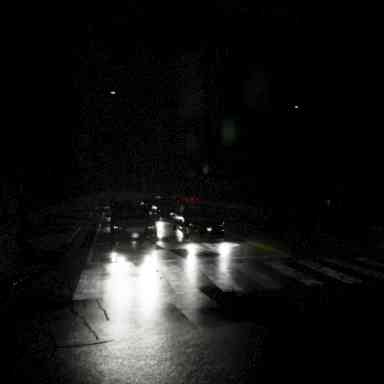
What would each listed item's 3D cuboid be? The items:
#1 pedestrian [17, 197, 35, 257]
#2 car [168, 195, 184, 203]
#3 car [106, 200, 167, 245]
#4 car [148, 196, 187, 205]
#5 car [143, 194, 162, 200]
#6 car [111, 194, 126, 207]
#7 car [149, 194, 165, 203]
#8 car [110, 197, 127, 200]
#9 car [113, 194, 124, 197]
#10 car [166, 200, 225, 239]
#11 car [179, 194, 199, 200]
[{"bbox_3d":[-4.958,0.974,9.806,0.375,1.860,0.375,1,0,-14],"label":"pedestrian"},{"bbox_3d":[-2.820,1.199,57.196,1.895,1.301,4.718,1,0,-14],"label":"car"},{"bbox_3d":[-2.675,1.326,14.701,2.128,1.511,4.902,1,0,-14],"label":"car"},{"bbox_3d":[-2.049,1.290,25.943,1.837,1.490,4.892,1,0,-14],"label":"car"},{"bbox_3d":[-4.492,1.249,36.066,2.033,1.411,5.357,1,0,-14],"label":"car"},{"bbox_3d":[-9.783,1.098,44.317,1.837,1.490,4.892,1,0,-13],"label":"car"},{"bbox_3d":[-5.970,1.057,56.402,2.128,1.511,4.902,1,0,-14],"label":"car"},{"bbox_3d":[-4.965,1.308,24.174,2.033,1.411,5.357,1,0,-14],"label":"car"},{"bbox_3d":[-7.386,1.204,34.217,1.812,1.442,4.674,1,0,-13],"label":"car"},{"bbox_3d":[0.172,1.362,16.735,1.837,1.490,4.892,1,0,-14],"label":"car"},{"bbox_3d":[-0.458,1.035,47.600,2.097,1.767,4.553,1,0,-13],"label":"car"}]
